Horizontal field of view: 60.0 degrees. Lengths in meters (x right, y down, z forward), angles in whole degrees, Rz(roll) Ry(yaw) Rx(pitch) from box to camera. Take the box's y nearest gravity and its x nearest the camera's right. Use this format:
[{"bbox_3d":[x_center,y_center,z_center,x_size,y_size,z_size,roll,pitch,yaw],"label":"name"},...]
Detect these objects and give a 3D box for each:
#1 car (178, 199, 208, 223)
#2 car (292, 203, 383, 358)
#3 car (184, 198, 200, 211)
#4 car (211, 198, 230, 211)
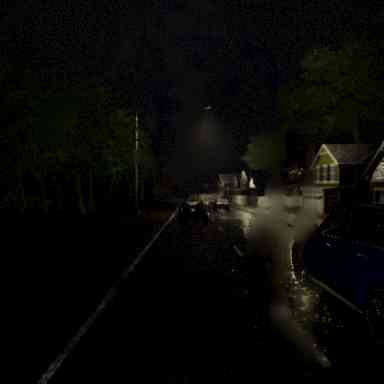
[{"bbox_3d":[0.060,1.320,25.296,2.097,1.767,4.553,0,0,0],"label":"car"},{"bbox_3d":[3.589,1.201,6.041,2.150,2.045,5.566,0,0,0],"label":"car"},{"bbox_3d":[-0.052,1.549,41.503,1.812,1.442,4.674,0,0,-1],"label":"car"},{"bbox_3d":[3.465,1.511,40.628,2.128,1.511,4.902,0,0,-1],"label":"car"}]
